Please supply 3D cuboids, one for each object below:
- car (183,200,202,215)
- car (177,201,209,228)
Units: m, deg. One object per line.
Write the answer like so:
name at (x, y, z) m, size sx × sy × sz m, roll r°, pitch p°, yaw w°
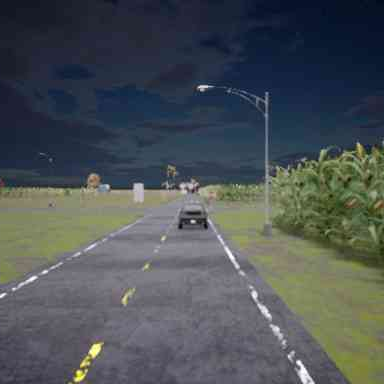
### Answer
car at (0.060, 1.600, 35.545) m, size 1.895 × 1.301 × 4.718 m, roll 0°, pitch 0°, yaw 0°
car at (0.078, 1.509, 22.244) m, size 1.837 × 1.490 × 4.892 m, roll 0°, pitch 0°, yaw 0°
